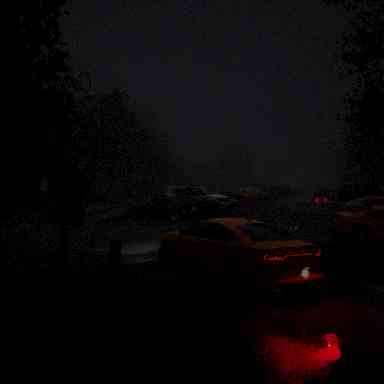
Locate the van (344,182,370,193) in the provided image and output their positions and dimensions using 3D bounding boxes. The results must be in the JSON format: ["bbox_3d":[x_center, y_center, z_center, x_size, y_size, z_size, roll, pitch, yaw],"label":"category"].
[{"bbox_3d":[31.994,-0.847,64.487,4.442,1.987,1.878,1,2,25],"label":"van"}]

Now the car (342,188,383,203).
[{"bbox_3d":[19.225,0.379,36.854,4.792,1.488,2.163,1,3,25],"label":"car"}]

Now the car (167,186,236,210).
[{"bbox_3d":[0.364,0.555,27.090,5.566,2.045,2.435,1,3,25],"label":"car"}]

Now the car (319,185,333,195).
[{"bbox_3d":[22.805,-0.358,56.582,1.882,1.535,5.008,1,2,25],"label":"car"}]

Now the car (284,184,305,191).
[{"bbox_3d":[24.619,-1.132,80.068,4.674,1.452,2.002,1,2,25],"label":"car"}]

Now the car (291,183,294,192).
[{"bbox_3d":[15.340,-0.450,59.901,4.792,1.488,2.163,1,2,25],"label":"car"}]

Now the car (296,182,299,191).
[{"bbox_3d":[17.685,-0.651,64.930,4.892,1.521,2.231,1,2,25],"label":"car"}]

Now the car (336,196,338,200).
[{"bbox_3d":[11.044,1.149,19.154,4.792,1.488,2.163,1,3,25],"label":"car"}]

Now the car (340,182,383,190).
[{"bbox_3d":[15.711,0.427,29.181,5.566,2.045,2.435,1,3,25],"label":"car"}]

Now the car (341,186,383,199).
[{"bbox_3d":[22.609,0.073,44.292,5.008,1.535,2.097,1,2,25],"label":"car"}]

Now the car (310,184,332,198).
[{"bbox_3d":[18.515,-0.022,47.227,2.128,1.511,4.902,1,2,25],"label":"car"}]

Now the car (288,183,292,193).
[{"bbox_3d":[14.183,-0.363,57.379,4.792,1.488,2.163,1,2,25],"label":"car"}]

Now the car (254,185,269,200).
[{"bbox_3d":[6.002,0.243,39.907,5.366,1.575,1.946,1,3,25],"label":"car"}]

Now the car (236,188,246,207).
[{"bbox_3d":[1.663,0.695,29.557,5.366,1.575,1.946,1,3,25],"label":"car"}]

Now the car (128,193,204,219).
[{"bbox_3d":[-2.001,1.057,22.083,4.792,1.488,2.163,1,3,25],"label":"car"}]

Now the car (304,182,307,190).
[{"bbox_3d":[23.456,-1.086,77.548,5.008,1.535,2.097,1,2,25],"label":"car"}]

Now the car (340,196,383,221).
[{"bbox_3d":[12.222,1.049,21.660,4.674,1.452,2.002,1,3,25],"label":"car"}]

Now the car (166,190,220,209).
[{"bbox_3d":[-0.813,0.917,24.589,5.008,1.535,2.097,1,3,25],"label":"car"}]

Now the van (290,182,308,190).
[{"bbox_3d":[29.130,-1.672,90.185,4.442,1.987,1.878,1,1,25],"label":"van"}]

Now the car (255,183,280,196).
[{"bbox_3d":[9.614,-0.168,47.261,4.553,1.767,2.185,1,2,25],"label":"car"}]

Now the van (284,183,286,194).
[{"bbox_3d":[12.004,-0.442,52.265,4.442,1.987,1.878,1,2,25],"label":"van"}]

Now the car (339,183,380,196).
[{"bbox_3d":[26.040,-0.438,51.847,5.566,2.045,2.435,1,2,25],"label":"car"}]

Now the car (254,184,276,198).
[{"bbox_3d":[7.444,0.149,42.162,5.366,1.575,1.946,1,3,25],"label":"car"}]

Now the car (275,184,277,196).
[{"bbox_3d":[8.423,0.051,44.756,4.892,1.521,2.231,1,3,25],"label":"car"}]

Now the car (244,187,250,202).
[{"bbox_3d":[2.657,0.585,32.153,4.892,1.521,2.231,1,3,25],"label":"car"}]

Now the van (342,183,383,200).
[{"bbox_3d":[21.346,-0.065,41.800,4.442,1.987,1.878,1,2,24],"label":"van"}]

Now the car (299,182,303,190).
[{"bbox_3d":[19.823,-0.831,70.055,5.366,1.575,1.946,1,2,25],"label":"car"}]

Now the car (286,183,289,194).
[{"bbox_3d":[13.027,-0.276,54.857,4.792,1.488,2.163,1,2,25],"label":"car"}]

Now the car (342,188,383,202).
[{"bbox_3d":[20.324,0.285,39.252,4.792,1.488,2.163,1,2,25],"label":"car"}]

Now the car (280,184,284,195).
[{"bbox_3d":[10.768,-0.102,49.787,4.792,1.488,2.163,1,2,25],"label":"car"}]

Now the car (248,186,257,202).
[{"bbox_3d":[3.639,0.467,34.754,5.366,1.575,1.946,1,3,25],"label":"car"}]

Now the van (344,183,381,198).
[{"bbox_3d":[23.864,-0.237,46.754,4.442,1.987,1.878,1,2,25],"label":"van"}]

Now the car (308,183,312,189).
[{"bbox_3d":[26.956,-1.597,85.092,5.566,2.045,2.435,1,2,25],"label":"car"}]

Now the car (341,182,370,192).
[{"bbox_3d":[35.323,-1.134,72.097,5.566,2.045,2.435,1,2,25],"label":"car"}]

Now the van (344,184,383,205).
[{"bbox_3d":[18.150,0.230,34.290,4.442,1.987,1.878,1,3,25],"label":"van"}]

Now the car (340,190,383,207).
[{"bbox_3d":[16.813,0.596,31.732,4.792,1.488,2.163,1,3,25],"label":"car"}]

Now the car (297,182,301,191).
[{"bbox_3d":[18.830,-0.738,67.458,4.892,1.521,2.231,1,2,25],"label":"car"}]

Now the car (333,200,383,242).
[{"bbox_3d":[8.810,1.336,14.223,5.008,1.535,2.097,1,3,25],"label":"car"}]

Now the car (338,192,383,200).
[{"bbox_3d":[9.997,1.100,16.720,4.553,1.767,2.185,1,3,25],"label":"car"}]

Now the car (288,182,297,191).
[{"bbox_3d":[16.354,-0.571,62.488,5.366,1.575,1.946,1,2,25],"label":"car"}]

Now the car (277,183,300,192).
[{"bbox_3d":[21.120,-1.038,72.509,4.553,1.767,2.185,1,2,25],"label":"car"}]

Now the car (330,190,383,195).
[{"bbox_3d":[13.210,0.893,24.250,5.366,1.575,1.946,1,3,25],"label":"car"}]

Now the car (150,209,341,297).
[{"bbox_3d":[0.892,1.389,8.476,1.882,1.535,5.008,2,-1,-31],"label":"car"}]

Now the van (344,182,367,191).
[{"bbox_3d":[36.609,-1.193,74.555,4.442,1.987,1.878,1,2,25],"label":"van"}]
